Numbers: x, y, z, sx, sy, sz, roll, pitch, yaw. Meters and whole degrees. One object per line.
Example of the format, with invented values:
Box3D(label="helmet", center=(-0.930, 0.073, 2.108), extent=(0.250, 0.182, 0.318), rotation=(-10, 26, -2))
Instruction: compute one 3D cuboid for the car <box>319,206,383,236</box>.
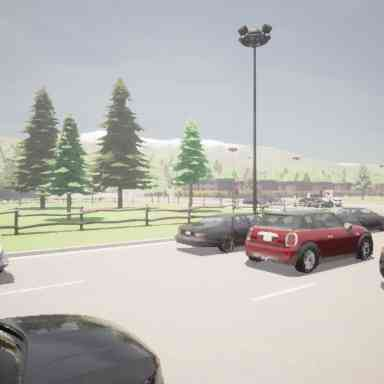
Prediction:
Box3D(label="car", center=(9.414, 1.564, 19.030), extent=(4.181, 1.385, 1.994), rotation=(0, 0, -35))

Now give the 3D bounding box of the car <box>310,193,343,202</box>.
Box3D(label="car", center=(20.086, 1.221, 50.693), extent=(2.150, 2.045, 5.566), rotation=(0, 0, -35))

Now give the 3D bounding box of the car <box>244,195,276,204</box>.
Box3D(label="car", center=(11.237, 1.547, 57.234), extent=(2.033, 1.411, 5.357), rotation=(0, 0, -35))

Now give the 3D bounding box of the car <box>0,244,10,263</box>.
Box3D(label="car", center=(-6.816, 1.601, 7.486), extent=(4.718, 1.301, 1.895), rotation=(0, 0, -35))

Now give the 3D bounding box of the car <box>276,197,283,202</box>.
Box3D(label="car", center=(14.062, 1.351, 59.305), extent=(2.097, 1.767, 4.553), rotation=(0, 0, -35))

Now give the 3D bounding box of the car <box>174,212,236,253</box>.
Box3D(label="car", center=(1.890, 1.547, 13.678), extent=(5.357, 1.411, 2.033), rotation=(0, 0, -35))

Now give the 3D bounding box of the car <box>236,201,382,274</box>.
Box3D(label="car", center=(3.908, 1.353, 10.819), extent=(4.553, 1.767, 2.097), rotation=(0, 0, -35))

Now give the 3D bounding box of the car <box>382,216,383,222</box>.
Box3D(label="car", center=(11.194, 1.526, 16.003), extent=(4.674, 1.442, 1.812), rotation=(0, 0, -35))

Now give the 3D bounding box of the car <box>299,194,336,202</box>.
Box3D(label="car", center=(17.687, 1.504, 48.011), extent=(1.837, 1.490, 4.892), rotation=(0, 0, -35))

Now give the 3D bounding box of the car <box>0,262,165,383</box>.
Box3D(label="car", center=(-2.449, 1.504, 1.998), extent=(4.892, 1.490, 1.837), rotation=(0, 0, -36))

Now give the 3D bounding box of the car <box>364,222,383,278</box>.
Box3D(label="car", center=(6.482, 1.526, 8.356), extent=(4.674, 1.442, 1.812), rotation=(0, 0, -35))
